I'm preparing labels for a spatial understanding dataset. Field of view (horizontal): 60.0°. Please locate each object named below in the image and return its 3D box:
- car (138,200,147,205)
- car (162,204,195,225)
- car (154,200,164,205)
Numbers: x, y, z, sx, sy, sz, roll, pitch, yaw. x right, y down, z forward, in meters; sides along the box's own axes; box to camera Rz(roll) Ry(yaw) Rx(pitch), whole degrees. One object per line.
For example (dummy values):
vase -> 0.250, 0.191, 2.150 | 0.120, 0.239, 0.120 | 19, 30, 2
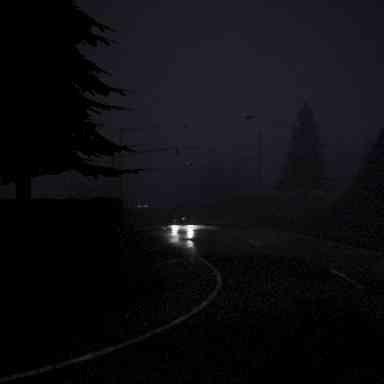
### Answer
car -> -11.660, 2.432, 78.587 | 1.895, 1.301, 4.718 | 0, -1, -12
car -> -1.040, 1.869, 27.255 | 1.994, 1.385, 4.181 | 0, -1, -12
car -> -7.495, 2.372, 75.731 | 1.895, 1.301, 4.718 | 0, -1, -12
